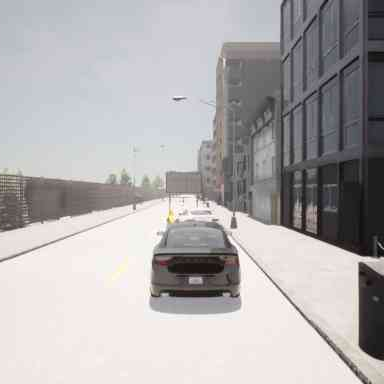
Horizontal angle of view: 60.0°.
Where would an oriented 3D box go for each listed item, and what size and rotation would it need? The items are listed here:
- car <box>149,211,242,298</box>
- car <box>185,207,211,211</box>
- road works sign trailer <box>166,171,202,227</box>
[{"bbox_3d":[0.067,1.478,8.596,1.882,1.535,5.008,0,0,0],"label":"car"},{"bbox_3d":[0.299,1.542,17.953,1.812,1.442,4.674,0,-1,-7],"label":"car"},{"bbox_3d":[-0.571,0.464,21.457,2.380,3.560,2.880,0,0,-16],"label":"road works sign trailer"}]
